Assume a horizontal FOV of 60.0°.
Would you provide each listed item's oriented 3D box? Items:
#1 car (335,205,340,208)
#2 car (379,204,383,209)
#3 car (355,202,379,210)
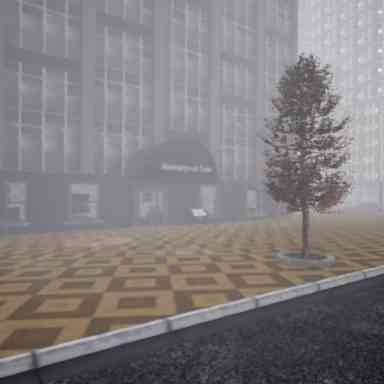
[{"bbox_3d":[26.139,2.331,64.748,2.033,1.411,5.357,1,-1,-23],"label":"car"},{"bbox_3d":[33.445,2.312,54.148,1.947,1.339,4.313,-1,-1,-23],"label":"car"},{"bbox_3d":[31.286,2.417,59.341,1.947,1.339,4.313,-1,-1,-23],"label":"car"}]
